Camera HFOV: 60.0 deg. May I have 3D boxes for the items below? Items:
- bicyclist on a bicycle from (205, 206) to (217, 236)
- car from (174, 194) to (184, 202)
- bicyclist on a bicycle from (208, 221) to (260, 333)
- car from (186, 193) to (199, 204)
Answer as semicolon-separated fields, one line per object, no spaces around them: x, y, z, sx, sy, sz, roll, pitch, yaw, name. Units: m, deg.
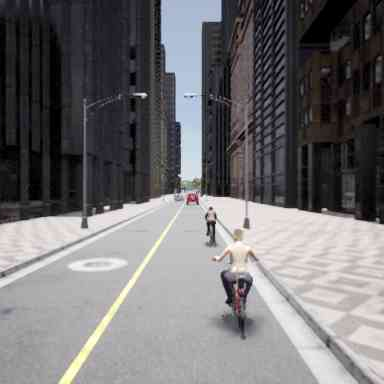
0.827;1.455;14.331;0.582;1.620;1.656;0;0;0;bicyclist on a bicycle
-2.991;1.333;77.178;2.097;1.767;4.553;0;0;0;car
0.791;1.438;5.815;0.866;1.612;1.509;0;0;0;bicyclist on a bicycle
0.109;1.205;61.111;2.150;2.045;5.566;0;-1;0;car
